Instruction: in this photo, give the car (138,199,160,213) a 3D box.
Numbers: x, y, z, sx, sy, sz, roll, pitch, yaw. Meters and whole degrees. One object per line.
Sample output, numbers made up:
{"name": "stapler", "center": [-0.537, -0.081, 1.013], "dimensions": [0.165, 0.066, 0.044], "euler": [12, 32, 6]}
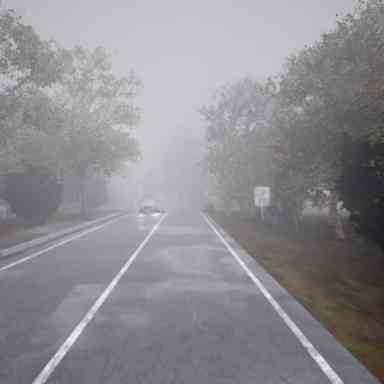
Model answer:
{"name": "car", "center": [-4.461, 1.460, 35.237], "dimensions": [1.812, 1.442, 4.674], "euler": [0, -1, -1]}
